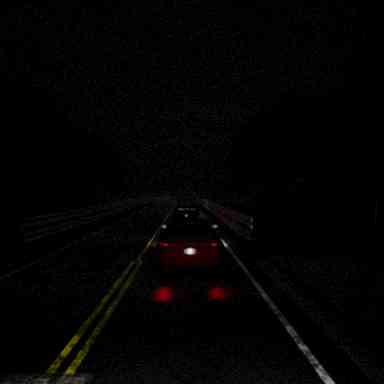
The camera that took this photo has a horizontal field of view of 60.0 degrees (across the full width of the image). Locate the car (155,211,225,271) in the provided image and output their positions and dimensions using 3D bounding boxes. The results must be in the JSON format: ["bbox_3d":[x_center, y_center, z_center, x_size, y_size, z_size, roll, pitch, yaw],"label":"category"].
[{"bbox_3d":[-0.071,1.545,10.835,1.994,1.385,4.181,0,0,-1],"label":"car"}]

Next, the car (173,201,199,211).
[{"bbox_3d":[-0.434,1.450,26.237,2.128,1.511,4.902,0,0,-1],"label":"car"}]
